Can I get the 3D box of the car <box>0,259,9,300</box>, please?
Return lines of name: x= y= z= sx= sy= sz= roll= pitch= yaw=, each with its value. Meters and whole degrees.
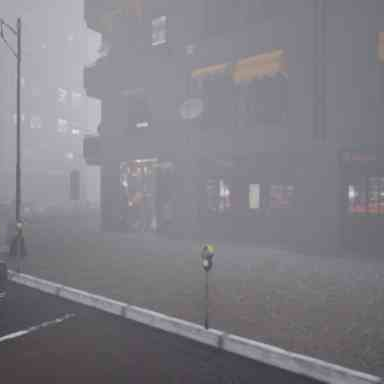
car: x=-5.372 y=1.486 z=6.697 sx=4.403 sy=1.369 sz=2.008 roll=1 pitch=0 yaw=35

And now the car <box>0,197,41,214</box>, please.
car: x=-14.948 y=1.129 z=26.699 sx=2.008 sy=1.369 sz=4.403 roll=2 pitch=2 yaw=35

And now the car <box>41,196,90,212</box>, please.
car: x=-11.861 y=1.028 z=31.126 sx=1.752 sy=1.417 sz=4.829 roll=2 pitch=2 yaw=35
